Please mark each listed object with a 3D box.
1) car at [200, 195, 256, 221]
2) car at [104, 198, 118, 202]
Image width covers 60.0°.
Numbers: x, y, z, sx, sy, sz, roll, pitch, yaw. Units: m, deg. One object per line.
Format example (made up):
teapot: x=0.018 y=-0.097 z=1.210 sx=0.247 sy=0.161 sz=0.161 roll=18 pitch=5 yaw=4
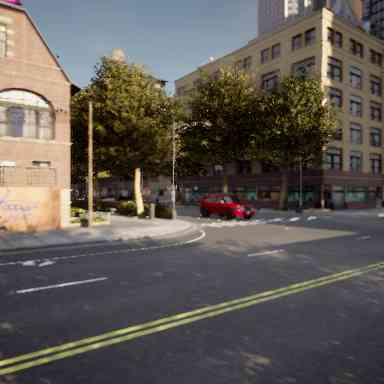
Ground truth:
car: x=2.884 y=1.263 z=28.307 sx=2.150 sy=2.045 sz=5.566 roll=1 pitch=0 yaw=-34
car: x=-11.924 y=1.641 z=48.764 sx=1.994 sy=1.385 sz=4.181 roll=0 pitch=0 yaw=-36
